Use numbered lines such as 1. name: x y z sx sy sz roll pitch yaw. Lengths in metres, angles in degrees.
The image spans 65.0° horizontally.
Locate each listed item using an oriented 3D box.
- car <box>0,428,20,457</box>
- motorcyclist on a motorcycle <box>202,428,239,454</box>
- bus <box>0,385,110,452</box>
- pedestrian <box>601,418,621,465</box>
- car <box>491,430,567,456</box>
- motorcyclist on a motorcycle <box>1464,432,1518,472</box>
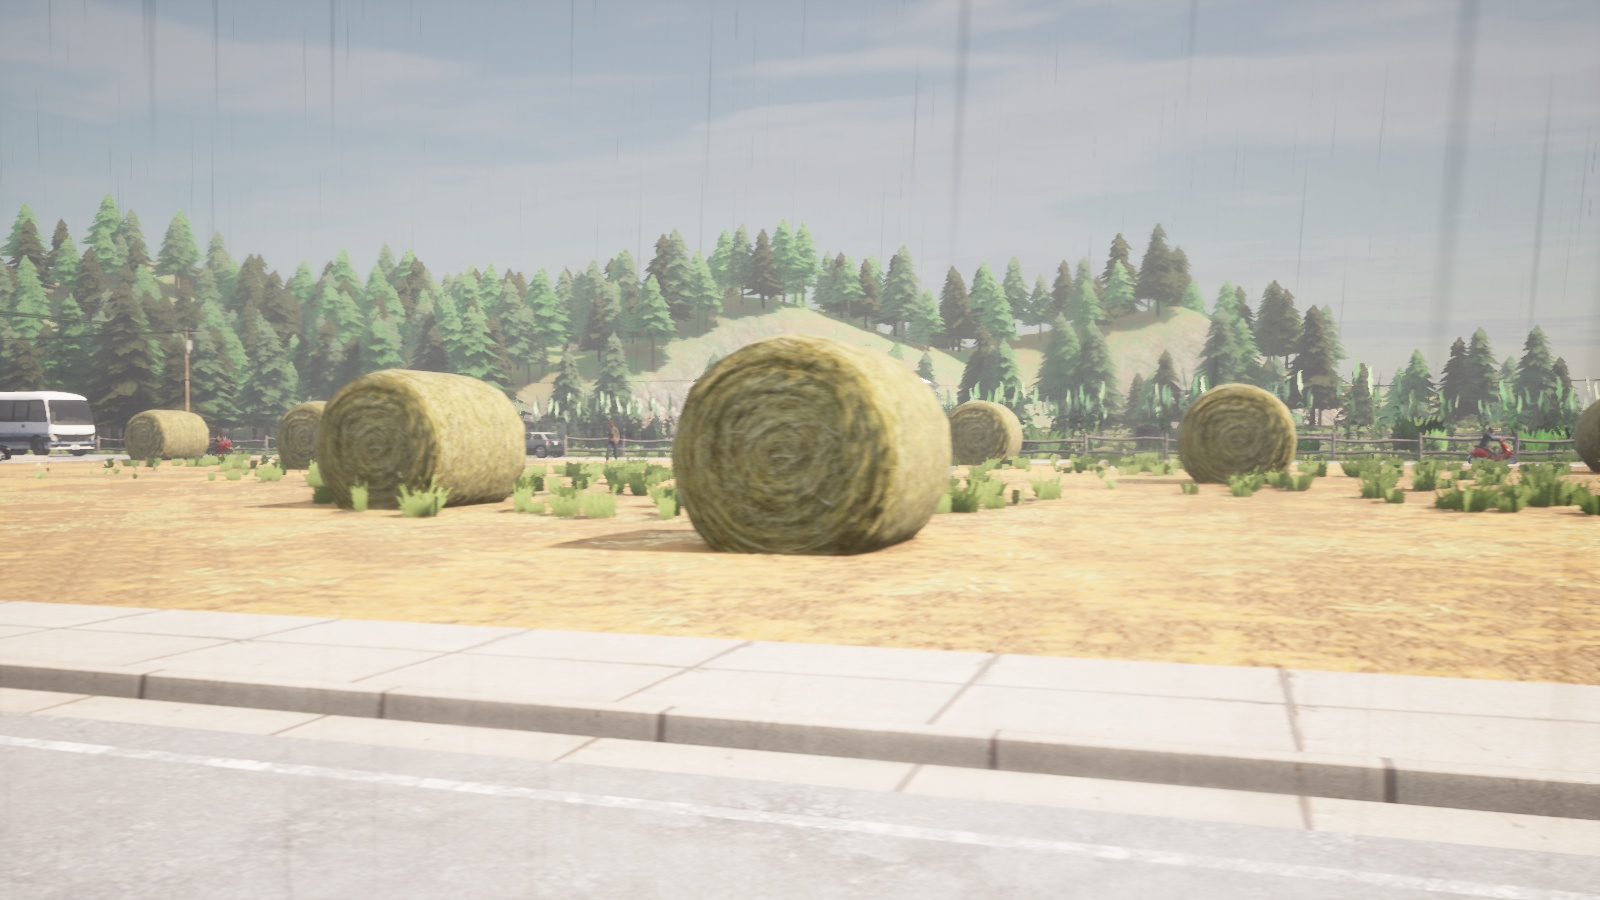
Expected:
1. car: -42.357 -0.363 63.272 2.128 1.511 4.902 1 1 20
2. motorcyclist on a motorcycle: -35.178 -0.541 76.226 2.044 1.523 0.797 0 1 22
3. bus: -50.861 -2.074 82.680 10.273 4.253 3.944 1 1 22
4. pedestrian: -7.382 -0.341 49.064 0.328 1.805 0.869 1 1 25
5. car: -15.527 -0.426 71.906 3.806 1.475 1.970 1 1 22
6. motorcyclist on a motorcycle: 27.665 0.070 50.302 1.817 1.590 0.866 0 1 22
